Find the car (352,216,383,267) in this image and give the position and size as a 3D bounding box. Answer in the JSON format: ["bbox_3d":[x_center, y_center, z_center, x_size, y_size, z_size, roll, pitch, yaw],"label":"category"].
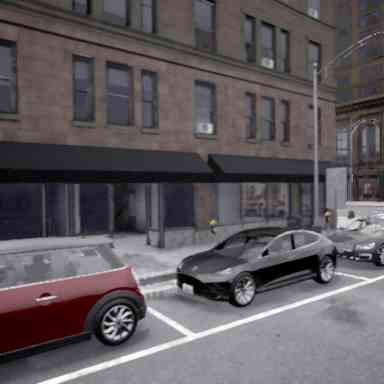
[{"bbox_3d":[6.175,1.496,11.059,4.403,1.369,2.008,0,-1,-35],"label":"car"}]

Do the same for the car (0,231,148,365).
[{"bbox_3d":[-2.793,1.439,4.670,4.097,1.590,1.967,0,-1,-35],"label":"car"}]

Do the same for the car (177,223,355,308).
[{"bbox_3d":[1.692,1.537,7.864,4.313,1.339,1.947,0,-1,-35],"label":"car"}]
